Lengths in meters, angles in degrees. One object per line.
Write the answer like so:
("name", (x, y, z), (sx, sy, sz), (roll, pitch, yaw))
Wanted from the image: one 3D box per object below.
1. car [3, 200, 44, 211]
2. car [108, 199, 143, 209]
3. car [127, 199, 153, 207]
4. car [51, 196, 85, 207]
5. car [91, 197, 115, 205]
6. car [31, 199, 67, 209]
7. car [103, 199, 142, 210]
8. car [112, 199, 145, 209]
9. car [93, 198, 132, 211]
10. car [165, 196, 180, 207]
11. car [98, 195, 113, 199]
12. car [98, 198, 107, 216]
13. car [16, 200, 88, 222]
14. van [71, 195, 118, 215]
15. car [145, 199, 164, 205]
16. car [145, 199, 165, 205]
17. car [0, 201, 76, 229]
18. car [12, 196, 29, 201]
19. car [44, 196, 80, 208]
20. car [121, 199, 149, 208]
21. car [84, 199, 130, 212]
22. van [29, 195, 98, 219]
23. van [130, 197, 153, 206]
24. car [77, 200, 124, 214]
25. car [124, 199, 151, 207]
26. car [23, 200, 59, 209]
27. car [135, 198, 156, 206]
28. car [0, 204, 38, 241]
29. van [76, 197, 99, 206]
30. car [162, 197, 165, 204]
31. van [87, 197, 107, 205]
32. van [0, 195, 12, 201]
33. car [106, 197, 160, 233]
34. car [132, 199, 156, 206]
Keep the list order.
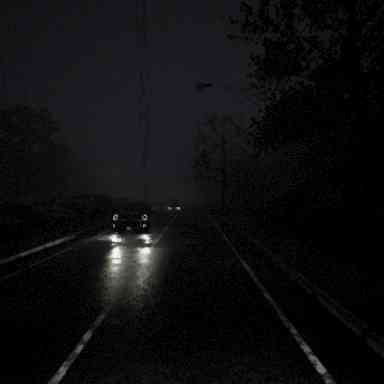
("car", (-23.362, 1.821, 46.160), (4.674, 1.452, 2.002), (0, -1, 0))
("car", (-10.272, 1.878, 51.577), (4.892, 1.521, 2.231), (0, -1, 0))
("car", (-10.235, 2.153, 65.456), (4.792, 1.488, 2.163), (0, -1, 0))
("car", (-23.319, 1.825, 62.784), (5.566, 2.045, 2.435), (0, -1, 0))
("car", (-23.350, 2.353, 87.701), (5.566, 2.045, 2.435), (0, -2, 0))
("car", (-23.350, 1.928, 54.469), (5.008, 1.535, 2.097), (0, -1, 0))
("car", (-10.096, 1.825, 48.802), (5.366, 1.575, 1.946), (0, -1, 0))
("car", (-10.282, 1.927, 54.353), (4.892, 1.521, 2.231), (0, -1, 0))
("car", (-10.256, 1.603, 43.253), (4.553, 1.767, 2.185), (0, -1, 0))
("car", (-3.292, 1.917, 61.992), (2.097, 1.767, 4.553), (0, -1, 1))
("car", (-10.327, 1.280, 32.152), (5.566, 2.045, 2.435), (0, -1, 0))
("car", (-10.331, 1.541, 29.397), (4.792, 1.488, 2.163), (0, -1, 0))
("car", (-10.310, 1.542, 23.838), (4.674, 1.452, 2.002), (0, 0, 0))
("van", (-10.179, 1.355, 34.927), (4.442, 1.987, 1.878), (0, -1, 0))
("car", (-10.245, 2.678, 90.425), (4.892, 1.521, 2.231), (0, -1, 0))
("car", (-10.422, 2.748, 93.200), (5.366, 1.575, 1.946), (0, -2, 0))
("car", (-10.280, 1.527, 21.061), (4.792, 1.488, 2.163), (0, 0, 0))
("car", (-23.341, 1.429, 40.500), (5.566, 2.045, 2.435), (0, -1, 0))
("car", (-23.322, 1.775, 60.014), (5.566, 2.045, 2.435), (0, -1, 0))
("car", (-10.241, 2.055, 59.904), (4.792, 1.488, 2.163), (0, -1, 0))
("car", (-10.284, 1.679, 40.474), (5.008, 1.535, 2.097), (0, -1, 0))
("van", (-10.187, 1.281, 26.615), (4.442, 1.987, 1.878), (0, 0, 0))
("van", (-10.378, 1.947, 68.236), (4.442, 1.987, 1.878), (0, -1, 0))
("car", (-10.295, 1.670, 37.698), (4.674, 1.452, 2.002), (0, -1, 0))
("car", (-10.238, 2.104, 62.680), (4.792, 1.488, 2.163), (0, -1, 0))
("car", (-23.361, 1.917, 51.574), (4.674, 1.452, 2.002), (0, -1, 0))
("car", (-10.287, 2.149, 73.783), (4.553, 1.767, 2.185), (0, -1, 0))
("car", (-10.321, 1.488, 15.510), (5.008, 1.535, 2.097), (0, 0, 0))
("van", (-23.227, 2.050, 73.877), (4.442, 1.987, 1.878), (0, -1, 0))
("car", (-10.062, 2.453, 81.978), (5.366, 1.575, 1.946), (0, -2, 0))
("van", (-23.444, 2.231, 82.039), (4.442, 1.987, 1.878), (0, -1, 0))
("van", (-23.489, 1.405, 37.729), (4.442, 1.987, 1.878), (0, -1, 0))
("car", (-3.340, 1.371, 19.846), (2.097, 1.767, 4.553), (0, 0, 0))
("car", (-10.288, 2.252, 71.008), (4.792, 1.488, 2.163), (0, -1, 0))
